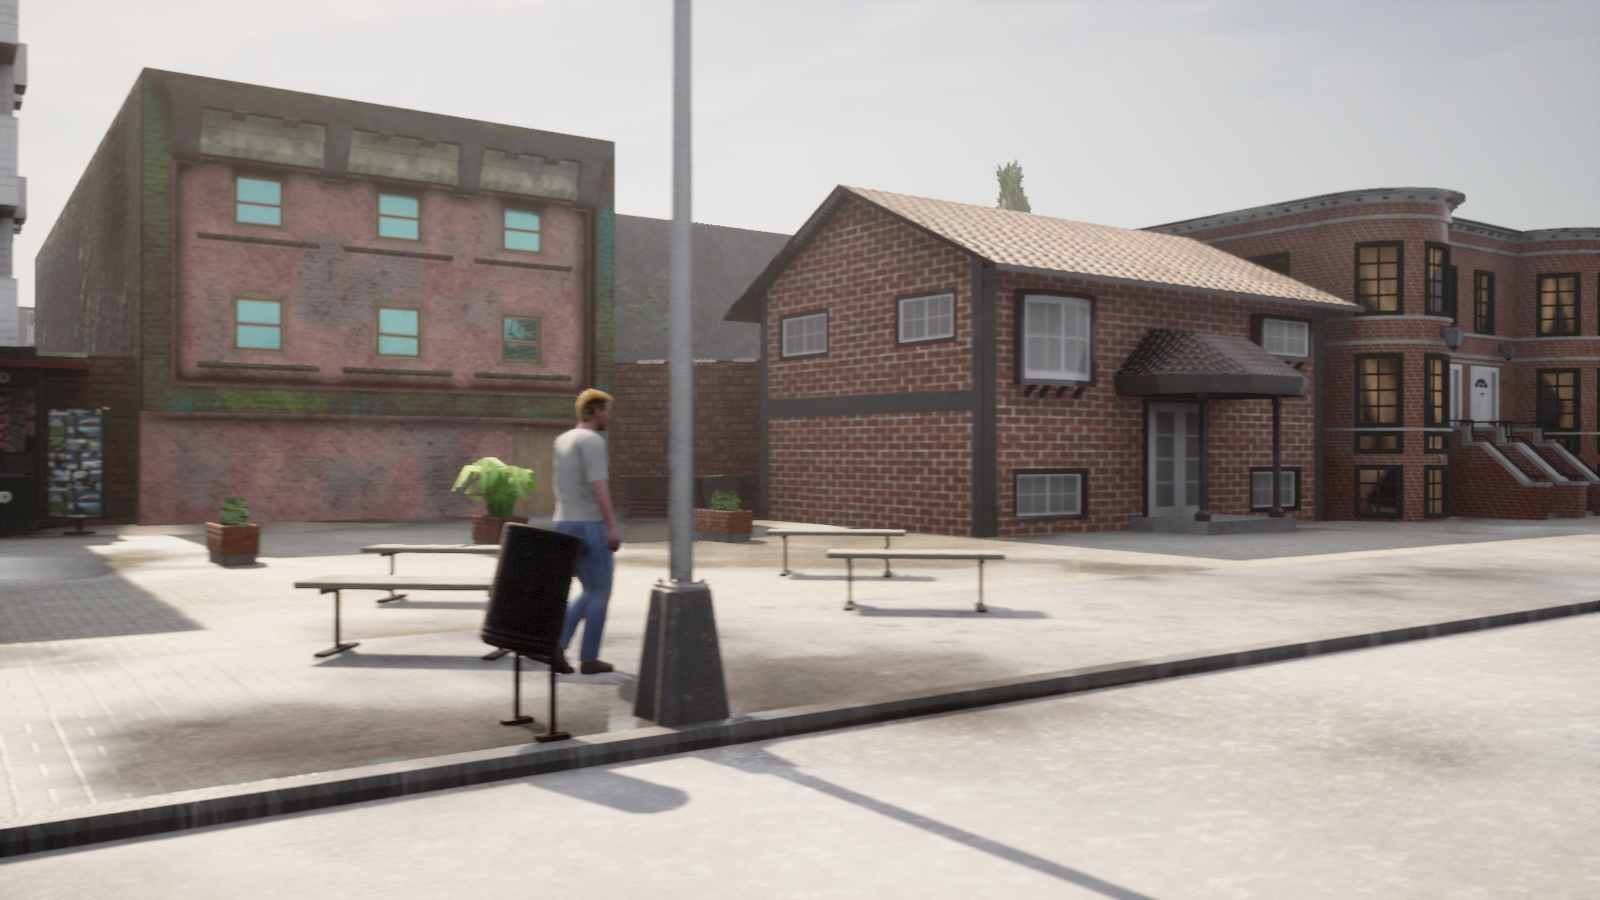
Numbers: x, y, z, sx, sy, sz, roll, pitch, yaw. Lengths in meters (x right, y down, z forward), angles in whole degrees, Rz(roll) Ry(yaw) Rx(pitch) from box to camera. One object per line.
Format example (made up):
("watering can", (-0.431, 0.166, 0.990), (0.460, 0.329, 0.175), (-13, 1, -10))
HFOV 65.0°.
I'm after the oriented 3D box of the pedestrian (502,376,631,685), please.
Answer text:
("pedestrian", (-1.446, 0.477, 7.814), (0.706, 1.836, 0.354), (0, 0, -43))
